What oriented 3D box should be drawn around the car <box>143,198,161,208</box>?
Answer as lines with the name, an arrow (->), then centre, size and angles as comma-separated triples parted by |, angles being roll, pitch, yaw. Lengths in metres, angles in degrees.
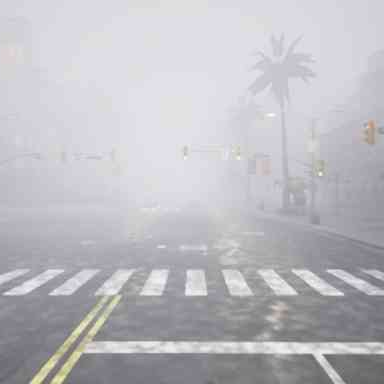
car -> -6.931, 1.722, 55.901 | 2.097, 1.767, 4.553 | 0, 0, 1

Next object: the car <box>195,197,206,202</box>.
car -> 2.345, 2.106, 95.034 | 1.882, 1.535, 5.008 | 0, 0, -12

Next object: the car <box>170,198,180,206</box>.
car -> -3.385, 1.966, 66.601 | 1.812, 1.442, 4.674 | 0, 0, 1

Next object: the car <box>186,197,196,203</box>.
car -> -0.342, 2.130, 89.279 | 2.033, 1.411, 5.357 | 0, 0, -8

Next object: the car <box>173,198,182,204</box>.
car -> -3.349, 2.103, 76.694 | 1.895, 1.301, 4.718 | 0, 0, 0

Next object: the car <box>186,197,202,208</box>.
car -> 0.200, 1.836, 54.174 | 1.882, 1.535, 5.008 | 0, 0, 0

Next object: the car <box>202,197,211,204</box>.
car -> 3.659, 2.058, 80.557 | 2.128, 1.511, 4.902 | 0, 0, 0

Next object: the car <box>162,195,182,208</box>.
car -> -3.415, 1.599, 57.094 | 2.150, 2.045, 5.566 | 0, 0, 1

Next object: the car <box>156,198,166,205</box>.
car -> -6.853, 2.018, 74.679 | 1.812, 1.442, 4.674 | 0, 0, 0
